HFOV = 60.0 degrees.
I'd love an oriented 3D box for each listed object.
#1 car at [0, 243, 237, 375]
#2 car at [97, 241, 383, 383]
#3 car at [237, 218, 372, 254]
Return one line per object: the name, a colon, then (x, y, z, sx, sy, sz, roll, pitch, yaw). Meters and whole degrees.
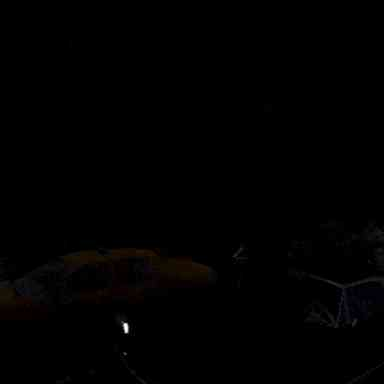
car: (-1.709, 1.541, 5.314, 4.829, 1.417, 1.752, 1, 0, -35)
car: (1.422, 1.637, 4.394, 4.718, 1.301, 1.895, 1, 0, -35)
car: (2.928, 1.513, 8.621, 4.097, 1.590, 1.967, 1, 0, -35)
